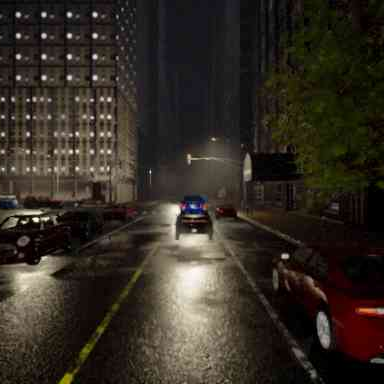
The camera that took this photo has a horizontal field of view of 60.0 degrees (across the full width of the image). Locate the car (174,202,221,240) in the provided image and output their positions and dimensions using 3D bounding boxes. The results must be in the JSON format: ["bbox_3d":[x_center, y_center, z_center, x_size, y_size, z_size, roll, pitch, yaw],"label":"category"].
[{"bbox_3d":[0.101,1.525,17.328,2.128,1.511,4.902,0,0,0],"label":"car"}]

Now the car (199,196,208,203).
[{"bbox_3d":[2.687,1.689,77.365,2.008,1.369,4.403,0,0,0],"label":"car"}]

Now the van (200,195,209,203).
[{"bbox_3d":[2.686,1.471,71.669,1.690,1.788,3.998,0,0,0],"label":"van"}]

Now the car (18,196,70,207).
[{"bbox_3d":[-18.608,1.392,42.039,5.009,1.841,2.192,0,0,1],"label":"car"}]

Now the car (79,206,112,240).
[{"bbox_3d":[-5.753,1.599,17.022,1.947,1.339,4.313,0,0,0],"label":"car"}]

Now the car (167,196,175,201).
[{"bbox_3d":[-5.693,1.701,88.759,1.887,1.381,4.507,0,0,0],"label":"car"}]

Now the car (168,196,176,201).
[{"bbox_3d":[-5.693,1.730,94.456,1.947,1.339,4.313,0,0,0],"label":"car"}]

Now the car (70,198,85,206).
[{"bbox_3d":[-18.521,1.599,50.420,4.403,1.369,2.008,0,0,1],"label":"car"}]

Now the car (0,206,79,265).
[{"bbox_3d":[-5.695,1.463,11.499,1.967,1.590,4.097,0,0,0],"label":"car"}]

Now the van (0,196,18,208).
[{"bbox_3d":[-24.148,1.411,42.096,3.998,1.788,1.690,0,0,1],"label":"van"}]

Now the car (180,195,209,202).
[{"bbox_3d":[0.091,1.277,29.394,2.150,2.045,5.566,0,0,0],"label":"car"}]

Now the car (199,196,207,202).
[{"bbox_3d":[2.687,1.698,83.062,2.008,1.369,4.403,0,0,0],"label":"car"}]

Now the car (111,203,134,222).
[{"bbox_3d":[-5.824,1.596,26.699,1.887,1.381,4.507,0,0,0],"label":"car"}]

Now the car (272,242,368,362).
[{"bbox_3d":[2.686,1.556,5.979,1.887,1.381,4.507,0,0,0],"label":"car"}]

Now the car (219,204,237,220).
[{"bbox_3d":[2.816,1.635,28.075,1.802,1.307,4.206,0,0,0],"label":"car"}]

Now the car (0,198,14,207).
[{"bbox_3d":[-29.602,1.615,50.535,4.206,1.307,1.802,0,0,1],"label":"car"}]

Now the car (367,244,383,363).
[{"bbox_3d":[2.684,1.316,0.455,2.192,1.841,5.009,0,0,0],"label":"car"}]
